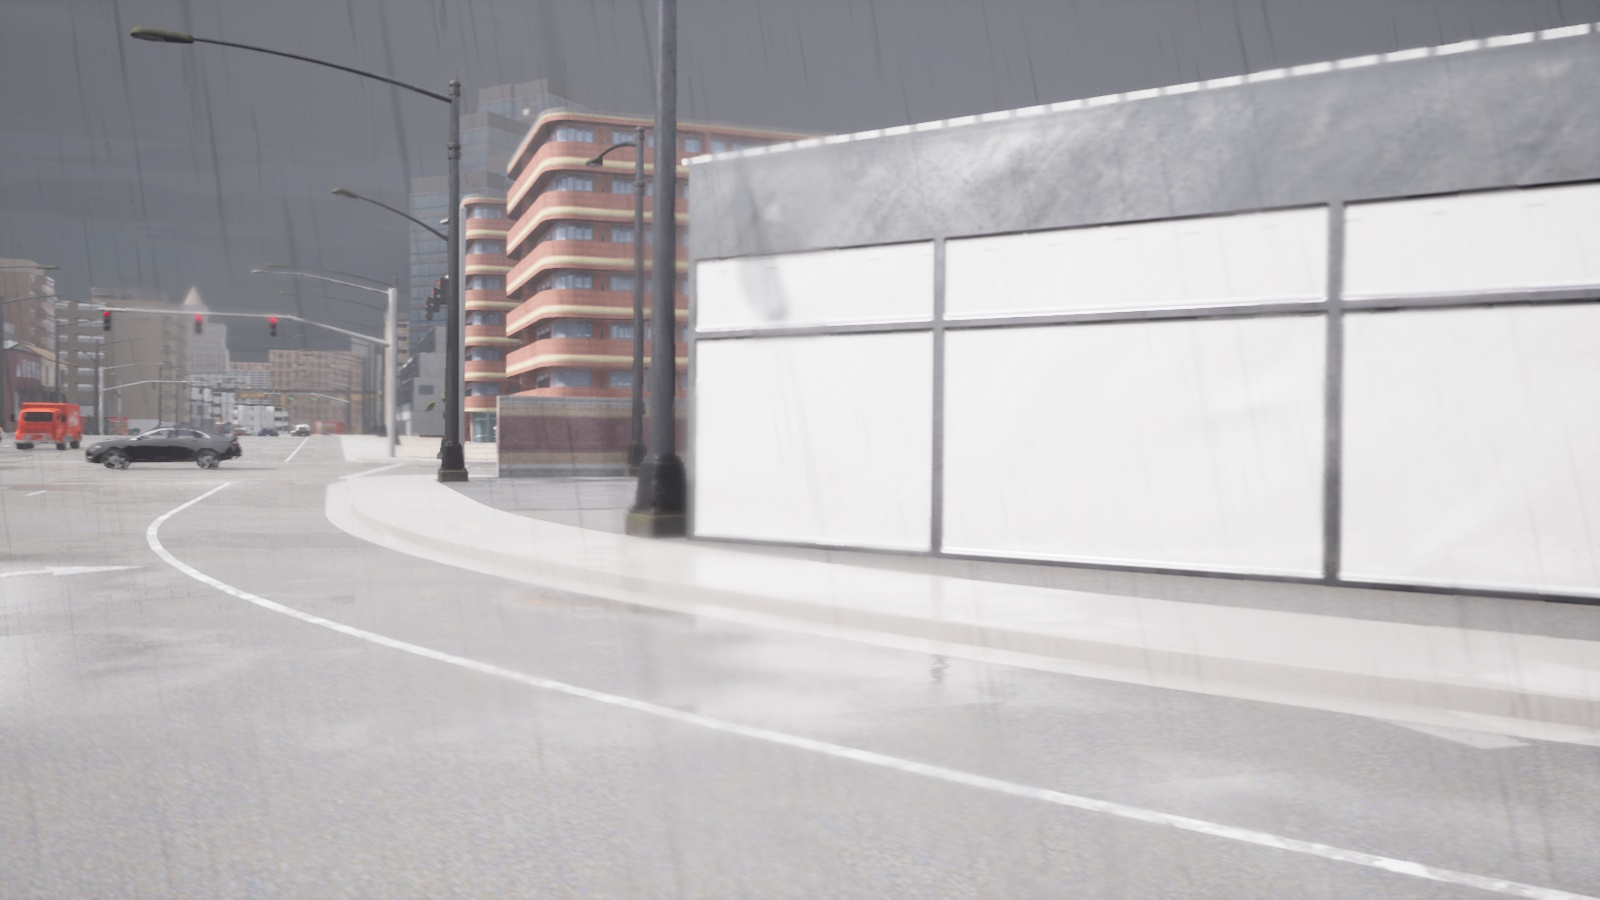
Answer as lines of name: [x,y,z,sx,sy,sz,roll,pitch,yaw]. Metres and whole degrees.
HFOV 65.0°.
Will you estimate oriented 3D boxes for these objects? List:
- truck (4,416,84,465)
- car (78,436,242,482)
truck: [-39.837,-0.540,66.329,2.627,2.467,5.204,-1,2,-20]
car: [-22.264,0.285,43.937,4.902,1.511,2.128,-1,1,-22]
